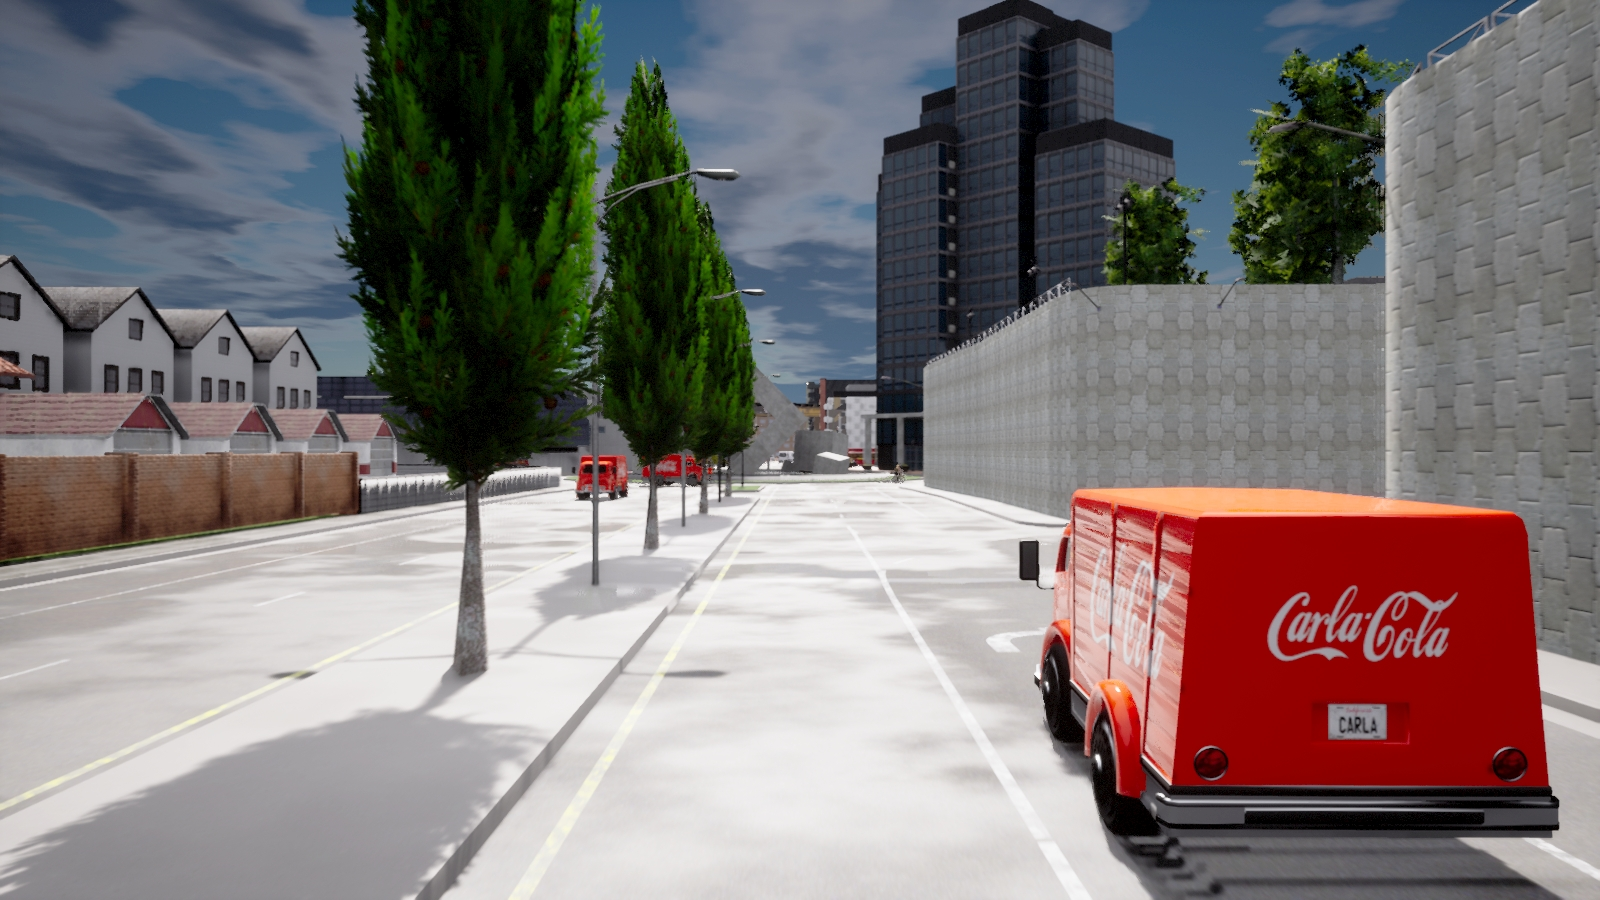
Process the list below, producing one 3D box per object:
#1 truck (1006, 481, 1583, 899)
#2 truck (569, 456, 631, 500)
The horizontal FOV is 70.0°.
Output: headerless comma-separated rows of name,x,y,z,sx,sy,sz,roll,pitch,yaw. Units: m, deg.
truck,3.477,1.568,9.560,2.627,2.467,5.204,0,0,1
truck,-11.484,1.568,66.021,2.627,2.467,5.204,0,0,0
